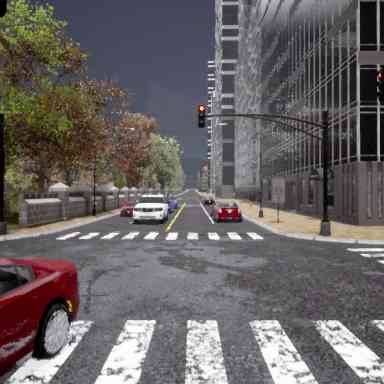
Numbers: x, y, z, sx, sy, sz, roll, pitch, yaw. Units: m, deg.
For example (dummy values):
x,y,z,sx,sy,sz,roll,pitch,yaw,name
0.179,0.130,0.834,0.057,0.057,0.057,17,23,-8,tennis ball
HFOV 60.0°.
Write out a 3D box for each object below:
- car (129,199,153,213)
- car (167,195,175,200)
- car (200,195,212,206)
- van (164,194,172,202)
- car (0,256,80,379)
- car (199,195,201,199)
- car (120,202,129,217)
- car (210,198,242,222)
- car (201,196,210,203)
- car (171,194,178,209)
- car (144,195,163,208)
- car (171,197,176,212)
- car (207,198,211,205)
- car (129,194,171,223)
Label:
x,y,z,sx,sy,sz,roll,pitch,yaw,name
-5.612,1.552,37.420,2.008,1.369,4.403,0,0,0,car
-5.504,1.528,88.569,1.802,1.307,4.206,0,0,0,car
2.805,1.562,54.447,1.947,1.339,4.313,0,0,0,car
-5.527,1.310,77.202,1.690,1.788,3.998,0,0,0,van
-3.031,1.478,3.295,1.882,1.535,5.008,-1,0,10,car
2.817,1.432,60.128,1.967,1.590,4.097,0,0,0,car
-5.624,1.545,31.737,1.887,1.381,4.507,0,0,0,car
2.746,1.441,26.042,1.967,1.590,4.097,0,0,0,car
2.842,1.503,71.664,1.752,1.417,4.829,0,0,0,car
-2.994,1.352,45.885,2.097,1.767,4.553,0,0,0,car
-5.587,1.314,48.786,2.192,1.841,5.009,0,0,0,car
-3.024,1.527,35.675,1.812,1.442,4.674,0,0,0,car
2.757,1.567,31.722,1.947,1.339,4.313,0,0,0,car
-3.050,1.222,25.521,2.150,2.045,5.566,0,0,0,car
